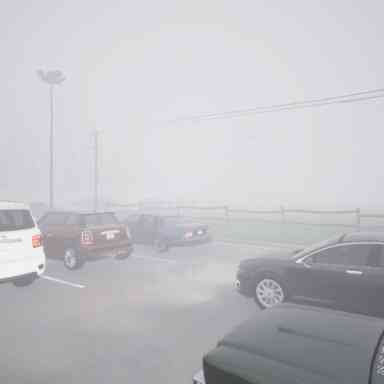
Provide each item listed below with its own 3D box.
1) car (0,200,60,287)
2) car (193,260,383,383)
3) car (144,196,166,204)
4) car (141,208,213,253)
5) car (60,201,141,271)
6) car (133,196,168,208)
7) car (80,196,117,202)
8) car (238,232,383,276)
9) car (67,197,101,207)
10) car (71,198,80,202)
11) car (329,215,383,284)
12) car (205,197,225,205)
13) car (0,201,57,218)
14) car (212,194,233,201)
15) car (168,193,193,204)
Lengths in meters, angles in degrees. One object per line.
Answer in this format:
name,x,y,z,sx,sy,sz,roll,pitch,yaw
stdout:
car,-5.845,1.221,8.109,5.566,2.045,2.150,0,0,36
car,2.339,1.601,2.323,4.718,1.301,1.895,0,0,36
car,-7.364,1.564,66.074,1.994,1.385,4.181,0,0,37
car,-1.740,1.547,13.782,5.357,1.411,2.033,0,0,36
car,-4.176,1.352,11.222,4.553,1.767,2.097,0,0,36
car,-5.892,1.504,44.468,1.837,1.490,4.892,0,0,36
car,-12.815,1.352,46.848,2.097,1.767,4.553,0,0,36
car,3.156,1.504,6.039,4.892,1.490,1.837,0,0,36
car,-17.091,1.504,52.865,1.837,1.490,4.892,0,0,36
car,-15.596,1.505,48.975,1.837,1.490,4.892,0,0,36
car,6.222,1.478,8.154,5.008,1.535,1.882,0,0,36
car,4.103,1.525,58.127,1.812,1.442,4.674,0,0,36
car,-15.254,1.601,30.928,1.895,1.301,4.718,0,0,32
car,6.746,1.155,73.461,2.033,1.411,5.357,0,0,36
car,-2.503,1.352,60.936,2.097,1.767,4.553,0,0,36
